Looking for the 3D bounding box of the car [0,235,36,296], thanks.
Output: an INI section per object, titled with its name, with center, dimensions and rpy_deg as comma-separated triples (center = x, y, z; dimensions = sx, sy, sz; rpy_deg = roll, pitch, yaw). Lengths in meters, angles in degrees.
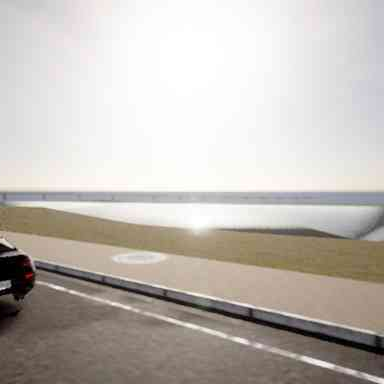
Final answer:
[car]
center = -5.289, 1.525, 7.395
dimensions = 4.674, 1.442, 1.812
rpy_deg = 0, 0, 36
